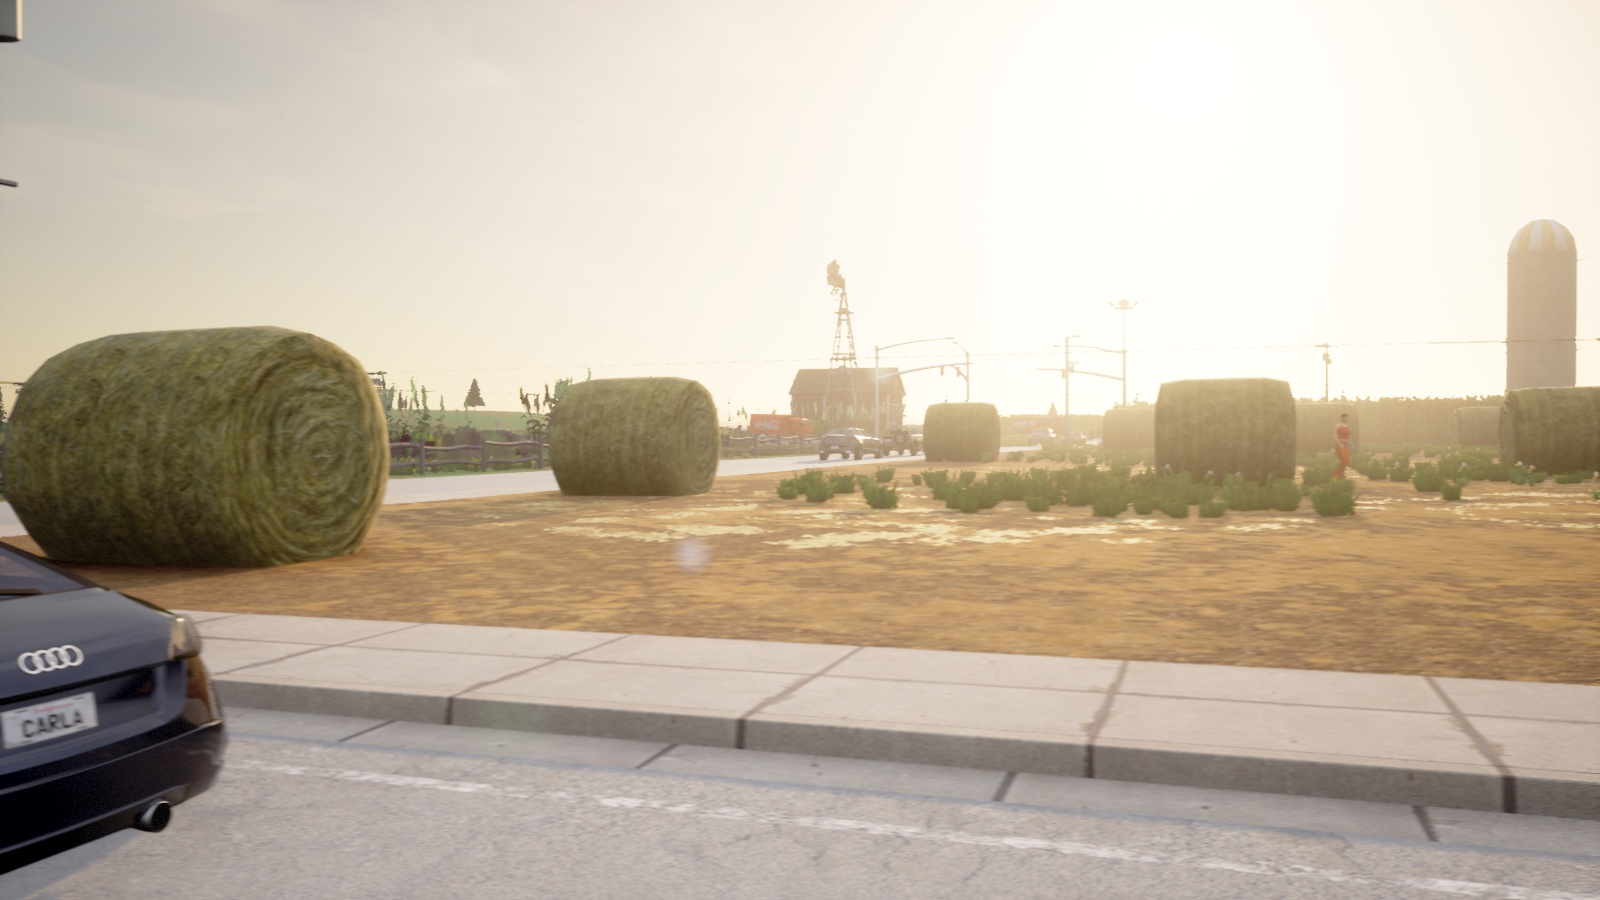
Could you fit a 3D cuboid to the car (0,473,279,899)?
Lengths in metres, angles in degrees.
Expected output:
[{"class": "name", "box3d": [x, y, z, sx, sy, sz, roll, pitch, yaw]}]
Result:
[{"class": "car", "box3d": [-4.357, 0.800, 4.663, 4.181, 1.385, 1.994, 1, 1, 18]}]

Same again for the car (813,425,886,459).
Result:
[{"class": "car", "box3d": [2.579, -0.442, 63.811, 2.152, 1.651, 5.027, 1, 1, 21]}]

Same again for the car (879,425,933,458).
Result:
[{"class": "car", "box3d": [6.215, -0.539, 73.108, 1.932, 1.855, 4.605, 1, 1, 21]}]

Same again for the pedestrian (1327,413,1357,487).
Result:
[{"class": "pedestrian", "box3d": [13.605, -0.002, 31.538, 0.345, 1.836, 0.594, 0, 1, -29]}]
